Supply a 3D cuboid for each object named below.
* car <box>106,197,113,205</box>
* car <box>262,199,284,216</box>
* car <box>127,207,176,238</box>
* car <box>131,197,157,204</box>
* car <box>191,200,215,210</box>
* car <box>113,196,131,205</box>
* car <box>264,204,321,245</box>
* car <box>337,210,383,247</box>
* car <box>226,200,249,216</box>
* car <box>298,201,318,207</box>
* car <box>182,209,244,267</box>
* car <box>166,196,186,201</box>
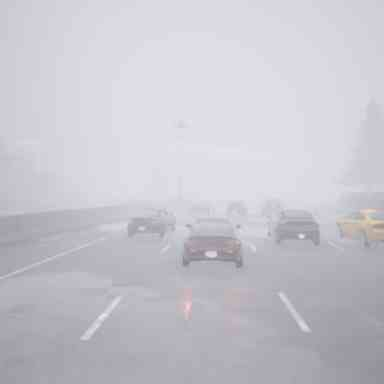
[{"bbox_3d":[-13.178,1.530,58.623,2.128,1.511,4.902,0,0,21],"label":"car"},{"bbox_3d":[8.232,1.439,33.669,2.097,1.767,4.553,0,0,14],"label":"car"},{"bbox_3d":[-2.066,1.545,17.824,1.812,1.442,4.674,0,0,7],"label":"car"},{"bbox_3d":[-7.479,1.655,54.022,1.895,1.301,4.718,0,0,21],"label":"car"},{"bbox_3d":[1.155,1.584,34.301,1.812,1.442,4.674,0,0,14],"label":"car"},{"bbox_3d":[-10.649,1.569,55.501,1.812,1.442,4.674,0,0,21],"label":"car"},{"bbox_3d":[4.745,1.549,15.949,1.837,1.490,4.892,0,0,7],"label":"car"},{"bbox_3d":[8.166,1.535,15.140,1.882,1.535,5.008,0,0,7],"label":"car"},{"bbox_3d":[4.610,1.577,33.667,1.837,1.490,4.892,0,0,14],"label":"car"},{"bbox_3d":[12.301,1.631,35.300,1.812,1.442,4.674,0,0,16],"label":"car"},{"bbox_3d":[0.726,1.547,11.449,1.812,1.442,4.674,0,0,5],"label":"car"},{"bbox_3d":[-2.723,1.429,56.453,2.097,1.767,4.553,0,0,22],"label":"car"}]
